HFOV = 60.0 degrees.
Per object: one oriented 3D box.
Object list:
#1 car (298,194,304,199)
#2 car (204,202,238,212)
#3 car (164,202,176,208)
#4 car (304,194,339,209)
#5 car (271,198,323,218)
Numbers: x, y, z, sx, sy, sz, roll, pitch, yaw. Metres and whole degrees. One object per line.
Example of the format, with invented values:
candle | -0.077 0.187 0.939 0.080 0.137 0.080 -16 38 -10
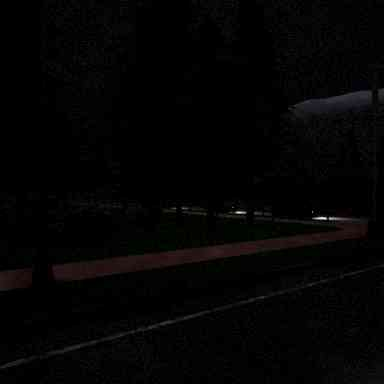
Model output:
car | 14.926 1.161 43.997 3.866 1.878 1.905 0 0 -37
car | 3.343 1.550 38.531 1.994 1.385 4.181 0 0 -37
car | -3.860 1.550 48.109 1.994 1.385 4.181 0 0 -38
car | 16.743 1.160 42.216 4.605 1.855 1.932 0 0 -37
car | 9.304 1.550 30.538 1.994 1.385 4.181 0 0 -37
